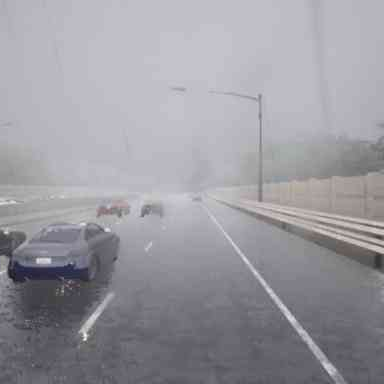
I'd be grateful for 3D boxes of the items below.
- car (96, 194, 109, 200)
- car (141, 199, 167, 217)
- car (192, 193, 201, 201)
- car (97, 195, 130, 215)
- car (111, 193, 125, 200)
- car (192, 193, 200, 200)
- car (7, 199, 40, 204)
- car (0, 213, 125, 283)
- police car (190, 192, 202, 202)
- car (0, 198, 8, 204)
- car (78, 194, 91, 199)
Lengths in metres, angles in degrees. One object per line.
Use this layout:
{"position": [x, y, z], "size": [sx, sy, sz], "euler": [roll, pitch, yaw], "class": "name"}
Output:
{"position": [-20.977, 1.081, 78.428], "size": [1.994, 1.385, 4.181], "euler": [0, 0, 0], "class": "car"}
{"position": [-3.391, 1.436, 29.938], "size": [1.837, 1.490, 4.892], "euler": [0, 0, 0], "class": "car"}
{"position": [1.072, 1.145, 79.513], "size": [2.097, 1.767, 4.553], "euler": [0, 0, 0], "class": "car"}
{"position": [-6.891, 1.284, 29.613], "size": [2.097, 1.767, 4.553], "euler": [0, 0, 0], "class": "car"}
{"position": [-17.478, 1.053, 78.427], "size": [2.128, 1.511, 4.902], "euler": [0, 0, 0], "class": "car"}
{"position": [1.074, 1.112, 85.513], "size": [2.097, 1.767, 4.553], "euler": [0, 0, 0], "class": "car"}
{"position": [-17.579, 1.480, 35.955], "size": [1.994, 1.385, 4.181], "euler": [0, 0, 0], "class": "car"}
{"position": [-3.396, 1.542, 9.626], "size": [1.994, 1.385, 4.181], "euler": [0, 0, 0], "class": "car"}
{"position": [1.070, 1.258, 69.655], "size": [1.930, 1.638, 5.238], "euler": [0, 0, 0], "class": "police car"}
{"position": [-21.076, 1.441, 36.534], "size": [1.812, 1.442, 4.674], "euler": [0, 0, 0], "class": "car"}
{"position": [-24.478, 1.280, 75.801], "size": [1.812, 1.442, 4.674], "euler": [0, 0, 0], "class": "car"}
